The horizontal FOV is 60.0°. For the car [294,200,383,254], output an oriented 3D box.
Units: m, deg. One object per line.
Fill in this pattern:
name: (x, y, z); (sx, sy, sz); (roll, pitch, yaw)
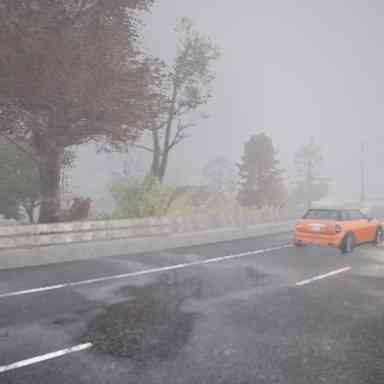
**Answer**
car: (6.214, 1.381, 13.893); (4.553, 1.767, 2.097); (0, 0, -43)

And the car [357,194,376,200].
car: (39.059, 1.312, 75.491); (2.097, 1.767, 4.553); (0, 0, 6)

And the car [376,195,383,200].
car: (42.518, 1.447, 74.965); (1.837, 1.490, 4.892); (0, 0, 6)
